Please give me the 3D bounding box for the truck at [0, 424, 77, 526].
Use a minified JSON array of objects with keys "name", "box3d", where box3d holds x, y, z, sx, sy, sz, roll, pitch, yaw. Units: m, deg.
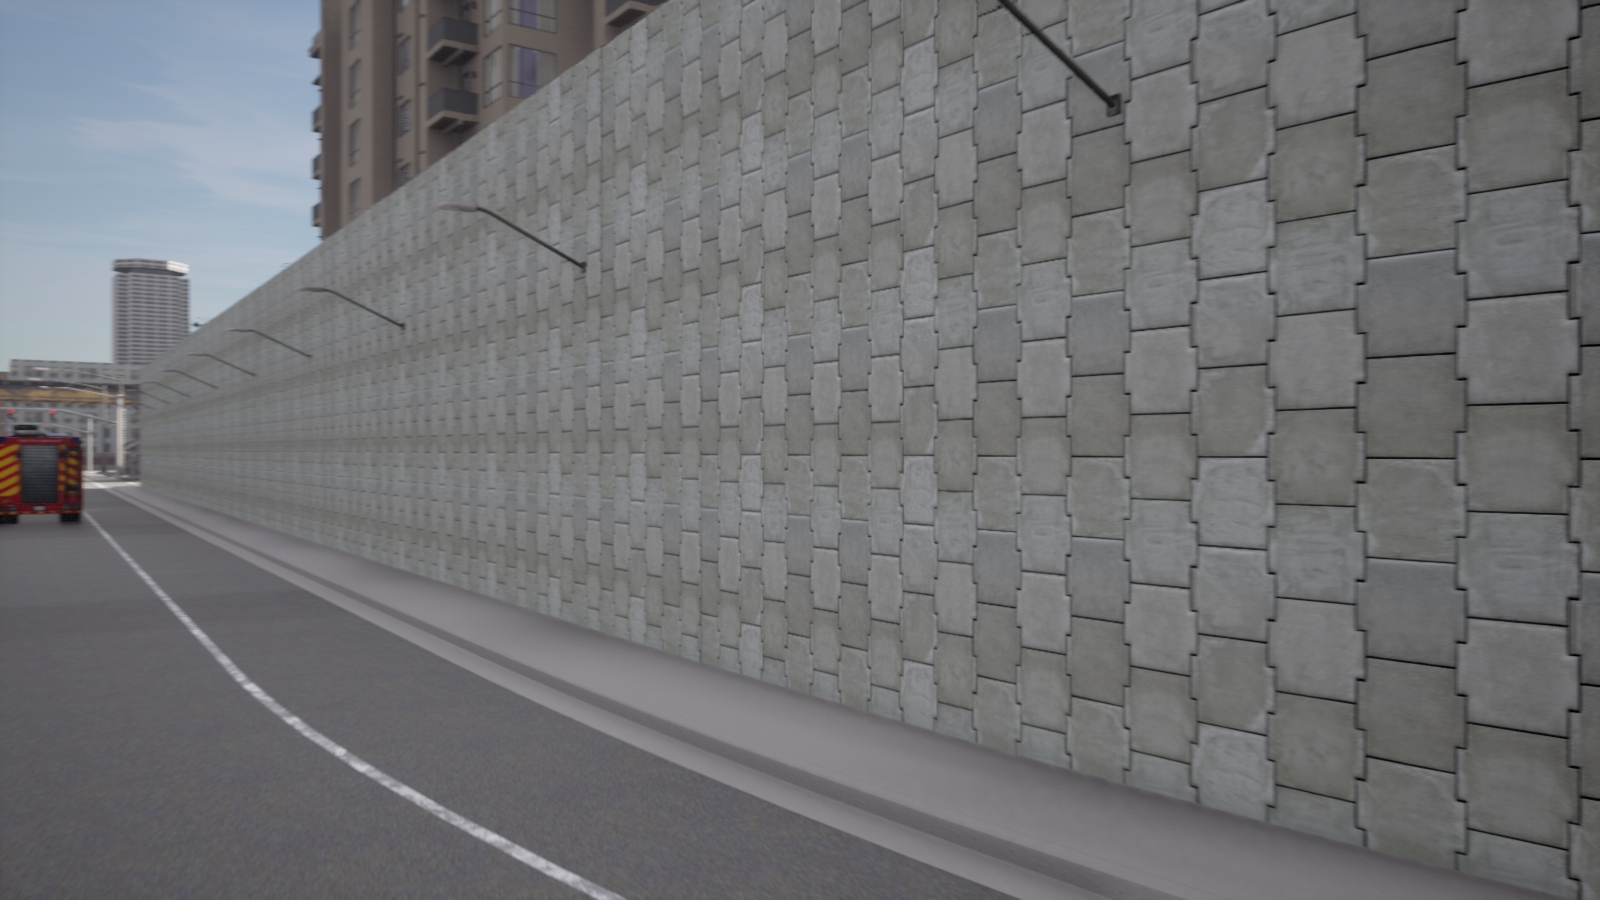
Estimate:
[{"name":"truck","box3d":[-31.590,0.927,46.951,2.891,3.827,8.468,0,0,-34]}]
